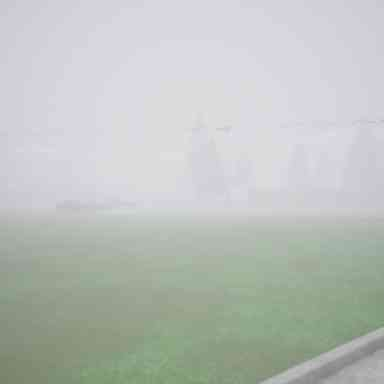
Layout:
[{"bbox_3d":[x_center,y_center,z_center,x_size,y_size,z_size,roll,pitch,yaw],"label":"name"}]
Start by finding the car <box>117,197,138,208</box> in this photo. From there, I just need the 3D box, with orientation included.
[{"bbox_3d":[-10.318,1.471,45.943,4.674,1.442,1.812,0,0,12],"label":"car"}]

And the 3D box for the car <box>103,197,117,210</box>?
[{"bbox_3d":[-11.717,1.481,39.084,4.674,1.442,1.812,0,0,12],"label":"car"}]

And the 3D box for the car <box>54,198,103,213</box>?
[{"bbox_3d":[-12.416,1.486,35.655,4.674,1.442,1.812,0,0,12],"label":"car"}]
